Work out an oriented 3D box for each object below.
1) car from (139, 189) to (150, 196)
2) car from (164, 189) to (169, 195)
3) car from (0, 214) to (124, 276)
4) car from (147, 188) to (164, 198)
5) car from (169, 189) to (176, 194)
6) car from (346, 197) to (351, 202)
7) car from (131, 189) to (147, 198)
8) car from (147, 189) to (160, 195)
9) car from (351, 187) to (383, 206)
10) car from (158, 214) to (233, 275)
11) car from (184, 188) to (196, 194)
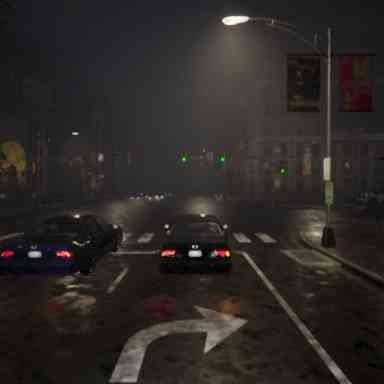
[{"bbox_3d":[-10.574,0.051,74.438,1.882,1.535,5.008,0,1,0],"label":"car"},{"bbox_3d":[-7.071,0.095,74.593,2.128,1.511,4.902,0,1,0],"label":"car"},{"bbox_3d":[-3.419,1.358,9.751,2.033,1.411,5.357,0,1,0],"label":"car"},{"bbox_3d":[-7.067,0.294,64.194,1.812,1.442,4.674,0,1,0],"label":"car"},{"bbox_3d":[-5.541,-0.137,87.439,2.033,1.411,5.357,0,1,13],"label":"car"},{"bbox_3d":[21.956,0.759,40.875,5.357,1.411,2.033,0,1,0],"label":"car"},{"bbox_3d":[-10.567,0.311,64.462,2.033,1.411,5.357,0,1,0],"label":"car"},{"bbox_3d":[-9.738,-0.123,84.643,1.837,1.490,4.892,0,1,10],"label":"car"},{"bbox_3d":[21.466,0.501,37.364,5.566,2.045,2.150,0,1,0],"label":"car"},{"bbox_3d":[0.124,1.356,9.828,2.033,1.411,5.357,0,1,1],"label":"car"},{"bbox_3d":[-0.507,-0.403,91.652,2.097,1.767,4.553,0,1,22],"label":"car"}]
